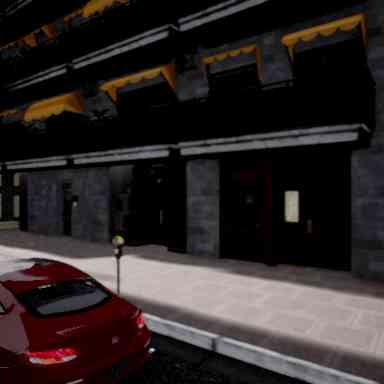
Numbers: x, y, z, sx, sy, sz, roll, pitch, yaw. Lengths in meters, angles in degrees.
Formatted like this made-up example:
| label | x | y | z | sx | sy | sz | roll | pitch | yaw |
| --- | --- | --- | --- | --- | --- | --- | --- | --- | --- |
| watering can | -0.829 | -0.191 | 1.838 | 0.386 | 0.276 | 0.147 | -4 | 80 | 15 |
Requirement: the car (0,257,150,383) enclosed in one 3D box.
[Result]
| label | x | y | z | sx | sy | sz | roll | pitch | yaw |
| --- | --- | --- | --- | --- | --- | --- | --- | --- | --- |
| car | -2.415 | 1.561 | 4.449 | 4.206 | 1.307 | 1.802 | 0 | 0 | 36 |
